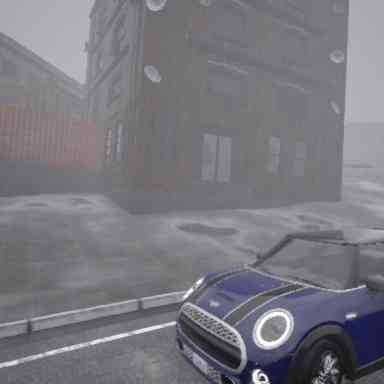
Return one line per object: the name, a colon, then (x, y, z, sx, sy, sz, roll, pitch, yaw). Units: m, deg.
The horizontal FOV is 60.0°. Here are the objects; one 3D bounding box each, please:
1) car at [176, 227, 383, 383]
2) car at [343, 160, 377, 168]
car: (2.040, 1.382, 4.946, 4.553, 1.767, 2.097, 1, 0, -30)
car: (20.986, -3.284, 42.394, 4.553, 1.767, 2.185, 2, -3, 14)
